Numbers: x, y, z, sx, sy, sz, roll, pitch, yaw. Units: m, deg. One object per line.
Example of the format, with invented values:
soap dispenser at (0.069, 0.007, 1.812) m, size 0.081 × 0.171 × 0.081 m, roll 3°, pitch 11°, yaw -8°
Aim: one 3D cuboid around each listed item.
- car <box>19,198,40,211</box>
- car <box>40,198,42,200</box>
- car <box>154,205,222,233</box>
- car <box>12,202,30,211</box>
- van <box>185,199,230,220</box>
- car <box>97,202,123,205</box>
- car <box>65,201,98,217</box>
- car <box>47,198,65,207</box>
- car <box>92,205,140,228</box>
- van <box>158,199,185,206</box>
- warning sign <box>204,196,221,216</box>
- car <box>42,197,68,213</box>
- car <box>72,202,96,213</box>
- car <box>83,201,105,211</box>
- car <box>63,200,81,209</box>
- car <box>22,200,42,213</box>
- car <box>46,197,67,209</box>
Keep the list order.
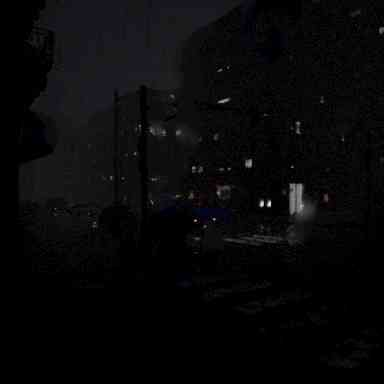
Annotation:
car at (-25.148, 2.138, 50.720) m, size 1.967 × 1.590 × 4.097 m, roll -1°, pitch 0°, yaw -36°
car at (-34.972, 2.318, 78.217) m, size 2.192 × 1.841 × 5.009 m, roll -2°, pitch 0°, yaw -36°
car at (-0.484, 1.774, 21.464) m, size 1.895 × 1.301 × 4.718 m, roll -1°, pitch 0°, yaw -37°
car at (-28.459, 2.323, 55.237) m, size 2.008 × 1.369 × 4.403 m, roll -1°, pitch 0°, yaw -36°
van at (1.477, 1.528, 28.535) m, size 1.690 × 1.788 × 3.998 m, roll -2°, pitch 0°, yaw -36°
car at (-6.460, 1.832, 29.618) m, size 1.812 × 1.442 × 4.674 m, roll -1°, pitch 0°, yaw -37°
car at (-12.436, 2.040, 37.744) m, size 1.895 × 1.301 × 4.718 m, roll -1°, pitch 0°, yaw -36°
car at (-28.345, 2.169, 69.184) m, size 2.192 × 1.841 × 5.009 m, roll -2°, pitch 0°, yaw -36°
car at (-5.264, 1.835, 23.621) m, size 1.802 × 1.307 × 4.206 m, roll -1°, pitch 0°, yaw -36°
van at (-1.837, 1.602, 33.052) m, size 1.690 × 1.788 × 3.998 m, roll -2°, pitch 0°, yaw -36°
warning sign at (1.968, 1.316, 31.923) m, size 1.300 × 1.860 × 1.060 m, roll 0°, pitch 0°, yaw -36°
car at (-18.770, 1.803, 46.446) m, size 2.150 × 2.045 × 5.566 m, roll -1°, pitch 0°, yaw -36°
car at (-15.418, 2.139, 47.213) m, size 1.895 × 1.301 × 4.718 m, roll -1°, pitch 0°, yaw -36°
car at (-15.085, 2.139, 51.119) m, size 1.802 × 1.307 × 4.206 m, roll -2°, pitch 0°, yaw -36°
car at (-21.814, 2.233, 60.289) m, size 1.752 × 1.417 × 4.829 m, roll -2°, pitch 0°, yaw -36°
car at (-21.831, 2.206, 46.204) m, size 1.802 × 1.307 × 4.206 m, roll -1°, pitch 0°, yaw -36°
car at (-24.166, 1.957, 59.136) m, size 2.150 × 2.045 × 5.566 m, roll -1°, pitch 0°, yaw -36°
